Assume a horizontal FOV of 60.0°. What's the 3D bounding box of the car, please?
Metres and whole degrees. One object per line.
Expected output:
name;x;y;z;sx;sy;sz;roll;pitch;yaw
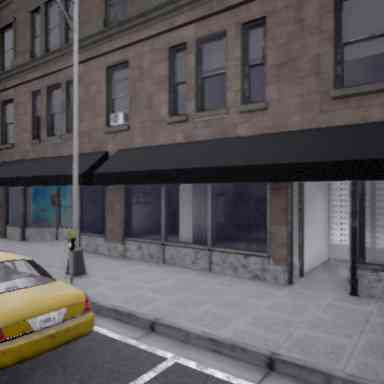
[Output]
car;-3.640;1.519;5.407;4.829;1.417;1.752;0;0;35
